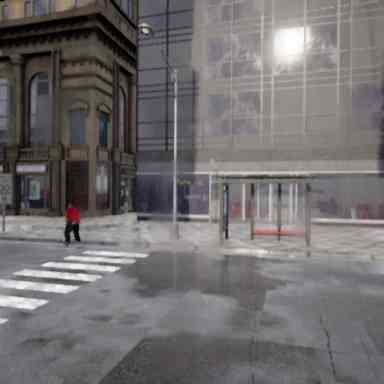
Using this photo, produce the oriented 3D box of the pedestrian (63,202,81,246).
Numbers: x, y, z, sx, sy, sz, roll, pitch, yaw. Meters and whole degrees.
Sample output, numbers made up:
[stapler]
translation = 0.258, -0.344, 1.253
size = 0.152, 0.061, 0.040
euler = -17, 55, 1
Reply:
[pedestrian]
translation = -4.863, 1.242, 13.485
size = 0.375, 1.860, 0.375
euler = 1, 1, 16
